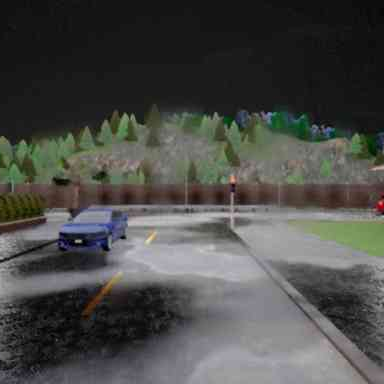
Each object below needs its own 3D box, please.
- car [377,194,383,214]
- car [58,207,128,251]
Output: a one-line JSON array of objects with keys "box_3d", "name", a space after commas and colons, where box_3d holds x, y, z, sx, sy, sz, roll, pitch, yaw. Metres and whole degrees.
[{"box_3d": [19.992, 1.183, 30.468, 5.566, 2.045, 2.150, 0, 0, 1], "name": "car"}, {"box_3d": [-4.006, 1.460, 14.211, 1.882, 1.535, 5.008, 0, 0, 0], "name": "car"}]
